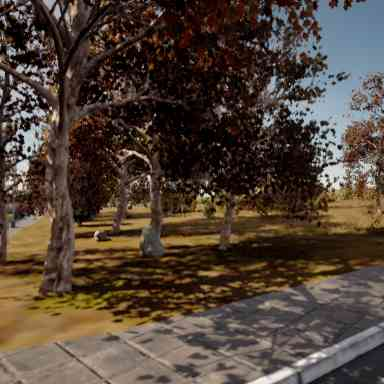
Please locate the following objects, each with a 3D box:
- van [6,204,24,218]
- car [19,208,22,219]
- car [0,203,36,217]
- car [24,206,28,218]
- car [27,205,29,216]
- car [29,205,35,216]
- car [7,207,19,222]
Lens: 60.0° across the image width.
[{"bbox_3d":[-24.700,2.687,42.916,4.442,1.987,1.878,4,-4,-40],"label":"van"},{"bbox_3d":[-23.787,2.824,40.061,4.892,1.521,2.231,4,-4,-40],"label":"car"},{"bbox_3d":[-29.864,3.070,56.634,5.566,2.045,2.435,4,-3,-40],"label":"car"},{"bbox_3d":[-25.783,3.019,45.609,4.792,1.488,2.163,4,-4,-40],"label":"car"},{"bbox_3d":[-26.834,2.944,48.340,4.553,1.767,2.185,4,-4,-40],"label":"car"},{"bbox_3d":[-28.823,3.270,53.901,4.792,1.488,2.163,4,-4,-40],"label":"car"},{"bbox_3d":[-22.907,2.730,37.179,5.366,1.575,1.946,4,-3,-40],"label":"car"}]
